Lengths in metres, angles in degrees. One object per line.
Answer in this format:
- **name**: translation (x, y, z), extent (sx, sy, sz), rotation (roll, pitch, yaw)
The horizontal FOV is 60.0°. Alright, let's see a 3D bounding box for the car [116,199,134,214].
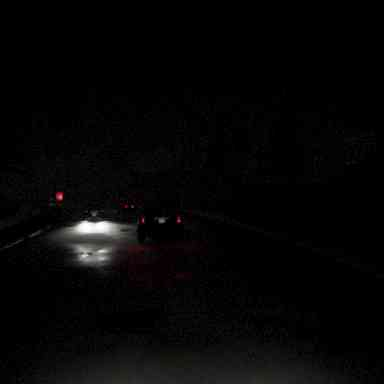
- **car**: translation (-6.715, 1.464, 34.750), extent (2.033, 1.411, 5.357), rotation (0, 0, -21)

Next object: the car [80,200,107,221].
- **car**: translation (-8.006, 1.433, 27.041), extent (2.128, 1.511, 4.902), rotation (0, 0, -18)

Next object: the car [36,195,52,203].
- **car**: translation (-27.905, 1.357, 62.680), extent (1.837, 1.490, 4.892), rotation (0, 0, -41)

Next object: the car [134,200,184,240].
- **car**: translation (-1.726, 1.308, 16.865), extent (2.097, 1.767, 4.553), rotation (0, 0, -10)
